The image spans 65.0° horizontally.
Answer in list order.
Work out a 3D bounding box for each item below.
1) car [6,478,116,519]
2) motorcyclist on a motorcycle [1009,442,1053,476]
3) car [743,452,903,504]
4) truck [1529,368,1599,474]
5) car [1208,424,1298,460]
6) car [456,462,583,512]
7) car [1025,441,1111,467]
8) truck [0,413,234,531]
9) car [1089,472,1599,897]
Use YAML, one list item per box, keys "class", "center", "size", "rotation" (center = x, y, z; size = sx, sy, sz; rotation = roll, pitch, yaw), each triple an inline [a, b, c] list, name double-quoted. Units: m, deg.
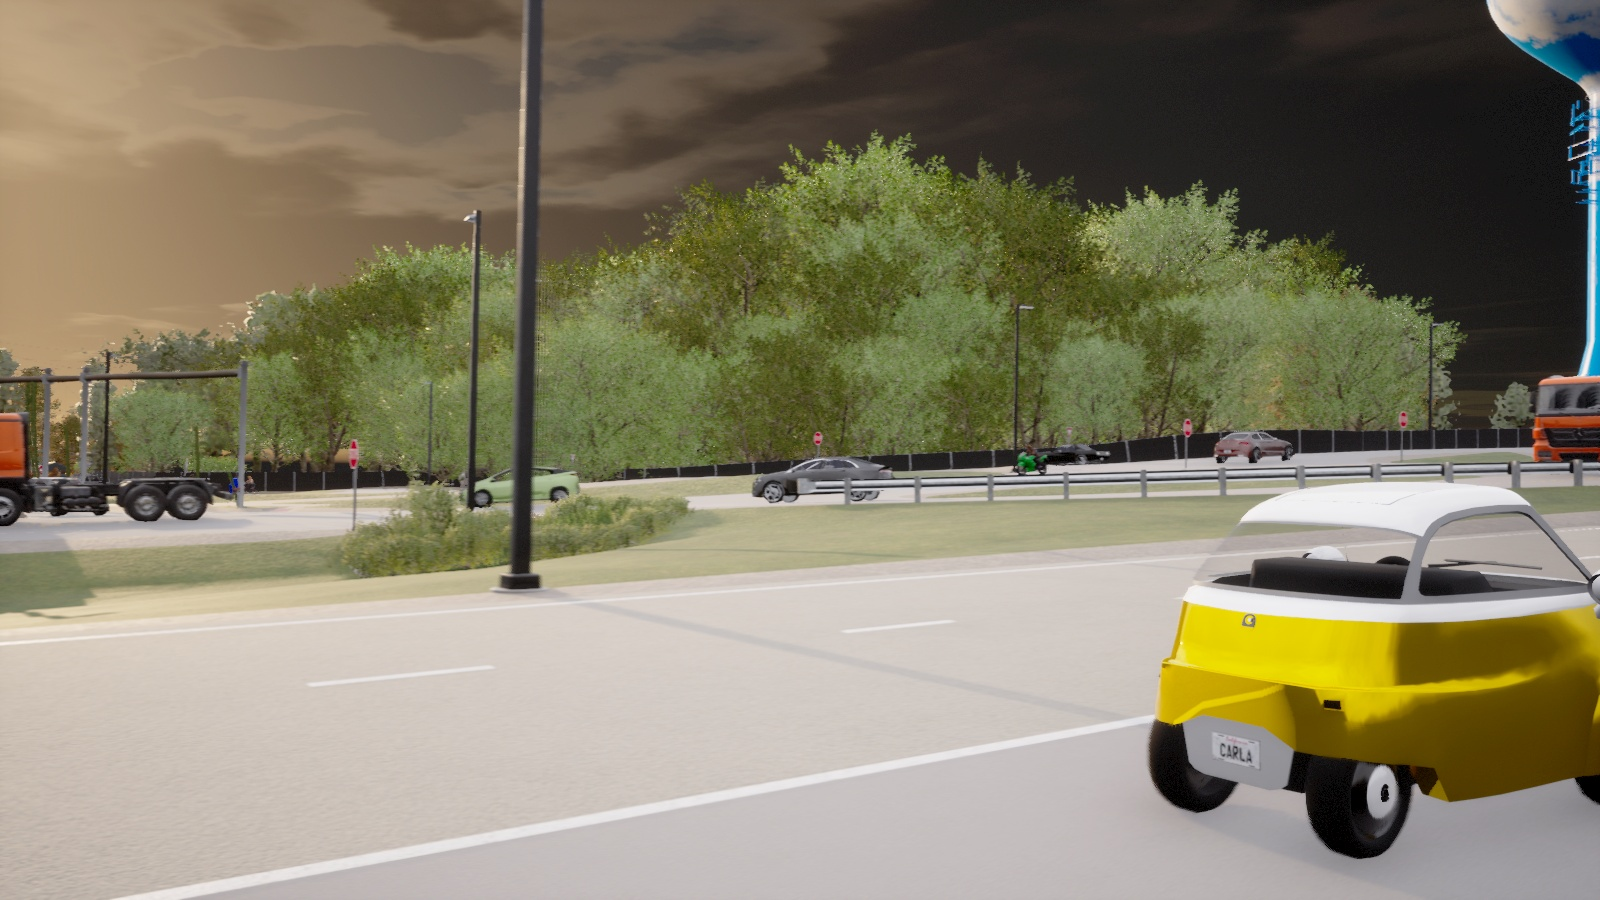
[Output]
- class: "car"
  center: [-27.988, 1.847, 47.545]
  size: [3.806, 1.475, 1.970]
  rotation: [-2, -2, 31]
- class: "motorcyclist on a motorcycle"
  center: [11.093, 0.433, 60.251]
  size: [2.044, 1.523, 0.797]
  rotation: [-4, 2, -34]
- class: "car"
  center: [0.790, 0.958, 42.106]
  size: [4.902, 1.511, 2.128]
  rotation: [-2, -2, 18]
- class: "truck"
  center: [28.776, -1.069, 44.439]
  size: [7.936, 3.462, 2.891]
  rotation: [-2, 1, -43]
- class: "car"
  center: [23.605, -0.428, 65.385]
  size: [5.027, 1.651, 2.152]
  rotation: [-3, 1, -41]
- class: "car"
  center: [-10.582, 1.412, 47.281]
  size: [4.514, 1.525, 2.007]
  rotation: [-3, -3, -15]
- class: "car"
  center: [16.031, 0.277, 75.251]
  size: [4.718, 1.301, 1.895]
  rotation: [-4, -3, 40]
- class: "truck"
  center: [-22.212, 0.618, 39.229]
  size: [7.936, 3.462, 2.891]
  rotation: [-1, 0, -31]
- class: "car"
  center: [2.582, 0.808, 5.456]
  size: [2.207, 1.376, 1.481]
  rotation: [0, 0, -35]
